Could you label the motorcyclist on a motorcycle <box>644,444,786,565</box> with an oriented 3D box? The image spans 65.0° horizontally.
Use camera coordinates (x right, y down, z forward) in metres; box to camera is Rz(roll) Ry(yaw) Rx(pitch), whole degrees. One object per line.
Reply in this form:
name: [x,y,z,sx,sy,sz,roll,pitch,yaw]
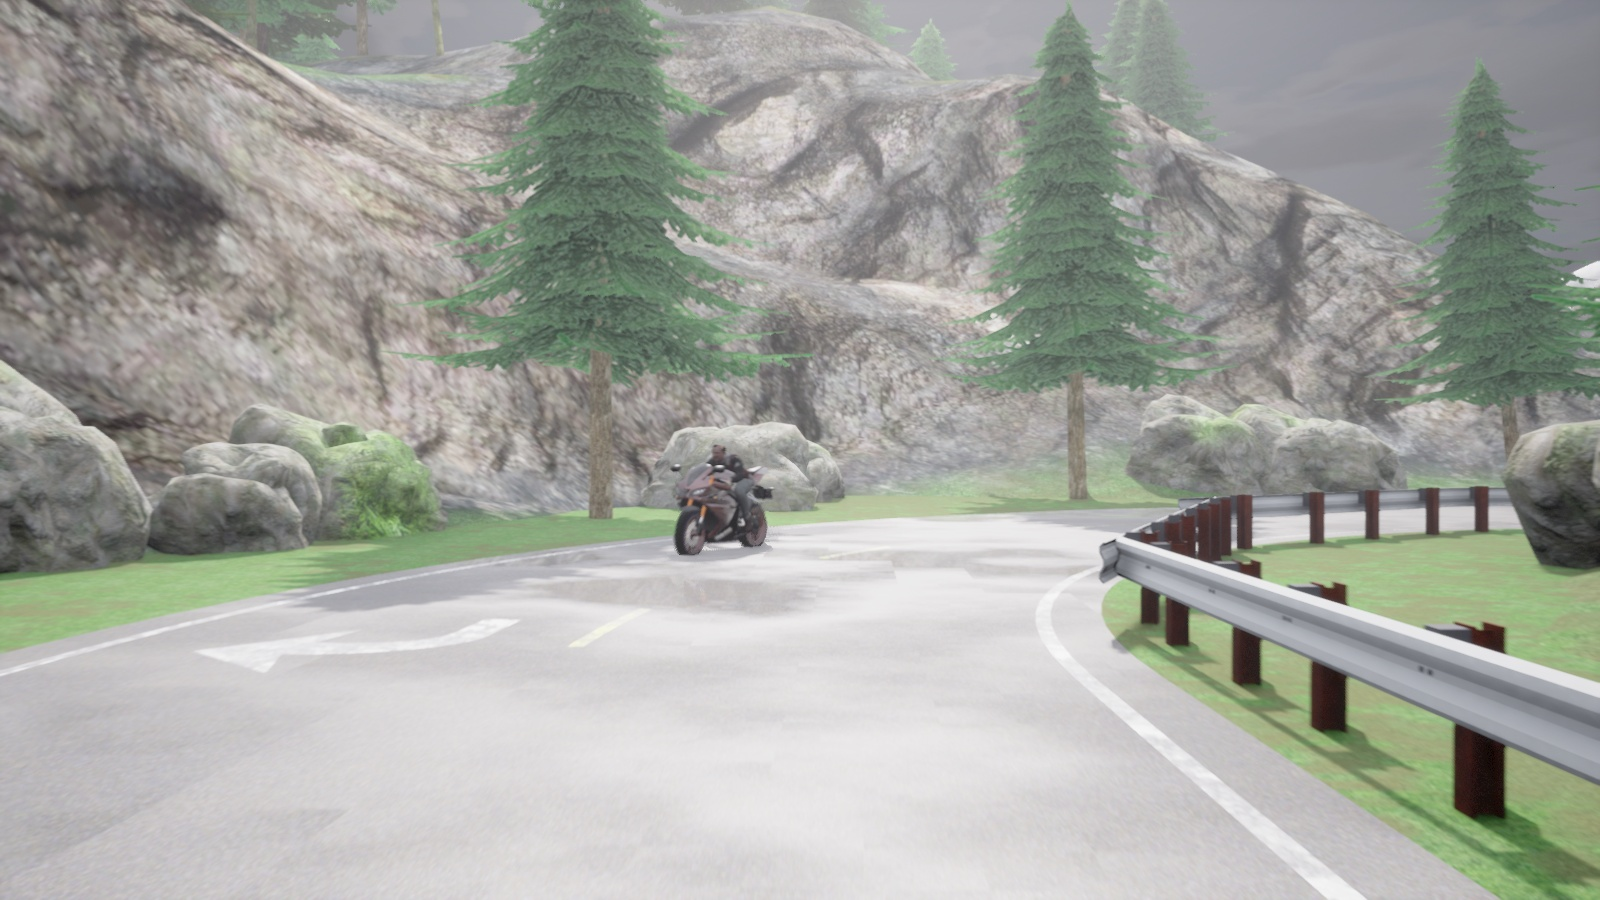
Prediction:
motorcyclist on a motorcycle: [-1.117,0.684,17.138,0.866,1.530,2.191,1,1,29]
